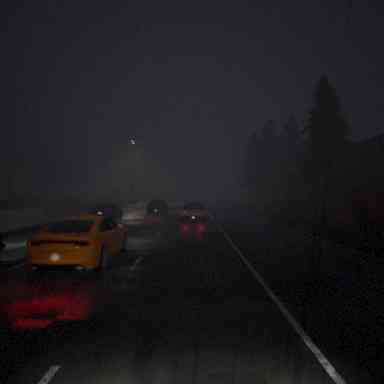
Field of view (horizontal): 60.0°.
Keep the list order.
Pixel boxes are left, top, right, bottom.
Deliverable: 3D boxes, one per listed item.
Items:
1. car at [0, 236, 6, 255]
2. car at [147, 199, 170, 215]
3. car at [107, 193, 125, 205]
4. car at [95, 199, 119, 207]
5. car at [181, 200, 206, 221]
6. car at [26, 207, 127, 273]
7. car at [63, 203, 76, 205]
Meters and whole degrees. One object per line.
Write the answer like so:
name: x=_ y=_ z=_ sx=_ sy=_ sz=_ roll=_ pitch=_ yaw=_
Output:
car: x=-6.901 y=1.598 z=8.574 sx=1.895 sy=1.301 sz=4.718 roll=0 pitch=0 yaw=0
car: x=-3.407 y=1.497 z=33.720 sx=1.837 sy=1.490 sz=4.892 roll=0 pitch=0 yaw=0
car: x=-14.118 y=1.269 z=62.410 sx=2.150 sy=2.045 sz=5.566 roll=0 pitch=0 yaw=0
car: x=-6.905 y=1.557 z=26.844 sx=1.994 sy=1.385 sz=4.181 roll=0 pitch=0 yaw=0
car: x=0.094 y=1.595 z=26.903 sx=1.895 sy=1.301 sz=4.718 roll=0 pitch=0 yaw=0
car: x=-3.403 y=1.475 z=10.745 sx=1.882 sy=1.535 sz=5.008 roll=0 pitch=0 yaw=0
car: x=-17.577 y=1.465 z=47.539 sx=1.882 sy=1.535 sz=5.008 roll=0 pitch=0 yaw=0
